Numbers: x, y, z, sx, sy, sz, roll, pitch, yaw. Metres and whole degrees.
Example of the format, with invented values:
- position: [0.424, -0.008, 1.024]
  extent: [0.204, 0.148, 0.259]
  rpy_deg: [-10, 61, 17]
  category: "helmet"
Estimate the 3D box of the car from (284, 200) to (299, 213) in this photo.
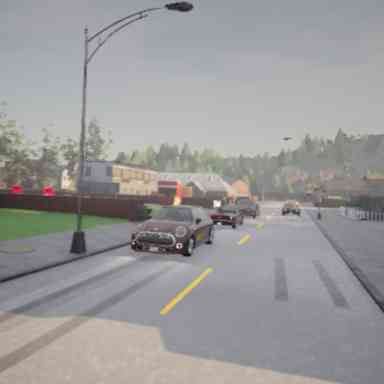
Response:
- position: [14.134, 1.968, 47.162]
  extent: [1.882, 1.535, 5.008]
  rpy_deg: [2, 0, 17]
  category: "car"

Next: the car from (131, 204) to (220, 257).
- position: [-0.576, 1.310, 13.032]
  extent: [2.097, 1.767, 4.553]
  rpy_deg: [2, 0, 17]
  category: "car"

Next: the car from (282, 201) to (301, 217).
- position: [11.121, 1.987, 37.173]
  extent: [1.895, 1.301, 4.718]
  rpy_deg: [2, 0, 17]
  category: "car"

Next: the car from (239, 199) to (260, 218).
- position: [5.368, 1.518, 32.438]
  extent: [2.097, 1.767, 4.553]
  rpy_deg: [2, 0, 17]
  category: "car"

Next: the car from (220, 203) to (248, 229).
- position: [2.348, 1.661, 22.638]
  extent: [1.895, 1.301, 4.718]
  rpy_deg: [2, 0, 17]
  category: "car"
